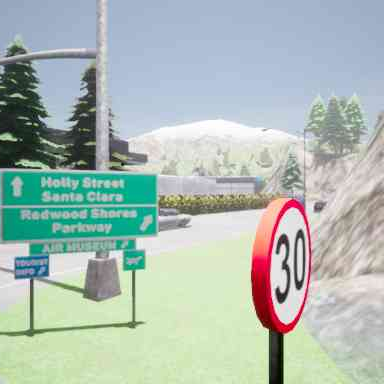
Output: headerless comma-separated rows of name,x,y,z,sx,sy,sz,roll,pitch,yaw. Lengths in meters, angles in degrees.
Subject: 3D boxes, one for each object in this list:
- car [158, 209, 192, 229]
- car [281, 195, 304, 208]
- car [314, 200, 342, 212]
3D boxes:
car,-2.107,1.791,21.724,1.895,1.301,4.718,0,0,36
car,12.220,1.414,41.473,2.150,2.045,5.566,0,0,36
car,16.703,1.682,41.435,2.128,1.511,4.902,0,0,36
